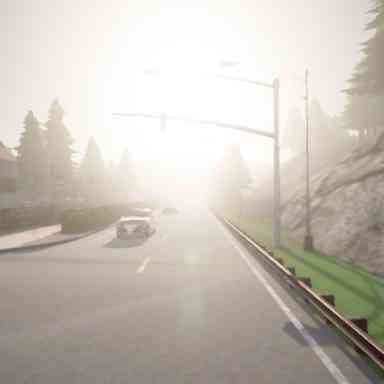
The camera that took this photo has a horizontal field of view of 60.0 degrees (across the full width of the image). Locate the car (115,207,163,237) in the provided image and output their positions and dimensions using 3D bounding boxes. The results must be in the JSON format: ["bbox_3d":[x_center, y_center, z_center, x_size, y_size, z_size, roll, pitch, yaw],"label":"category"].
[{"bbox_3d":[-3.232,1.763,19.963,2.128,1.511,4.902,0,-1,1],"label":"car"}]

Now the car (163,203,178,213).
[{"bbox_3d":[-2.924,2.132,44.692,1.994,1.385,4.181,0,-1,1],"label":"car"}]
